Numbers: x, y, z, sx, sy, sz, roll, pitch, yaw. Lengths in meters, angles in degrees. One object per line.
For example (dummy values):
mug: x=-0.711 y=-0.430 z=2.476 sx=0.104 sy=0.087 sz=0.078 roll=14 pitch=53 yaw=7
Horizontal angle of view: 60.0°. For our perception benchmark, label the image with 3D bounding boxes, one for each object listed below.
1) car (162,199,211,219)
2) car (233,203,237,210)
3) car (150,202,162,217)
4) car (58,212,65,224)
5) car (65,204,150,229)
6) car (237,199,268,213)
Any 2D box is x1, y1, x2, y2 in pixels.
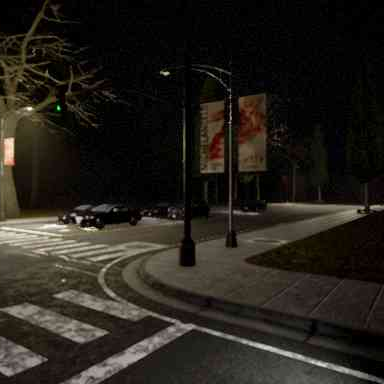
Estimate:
car: x=-0.210 y=1.461 z=29.546 sx=2.097 sy=1.767 sz=4.553 roll=0 pitch=0 yaw=35
car: x=7.159 y=1.807 z=45.671 sx=1.895 sy=1.301 sz=4.718 roll=0 pitch=0 yaw=35
car: x=-2.303 y=1.653 z=32.213 sx=2.033 sy=1.411 sz=5.357 roll=0 pitch=0 yaw=35
car: x=-7.663 y=1.623 z=24.598 sx=1.994 sy=1.385 sz=4.181 roll=0 pitch=0 yaw=36
car: x=-5.448 y=1.555 z=22.081 sx=2.128 sy=1.511 sz=4.902 roll=0 pitch=0 yaw=35
car: x=7.741 y=1.691 z=40.863 sx=1.837 sy=1.490 sz=4.892 roll=0 pitch=0 yaw=35
